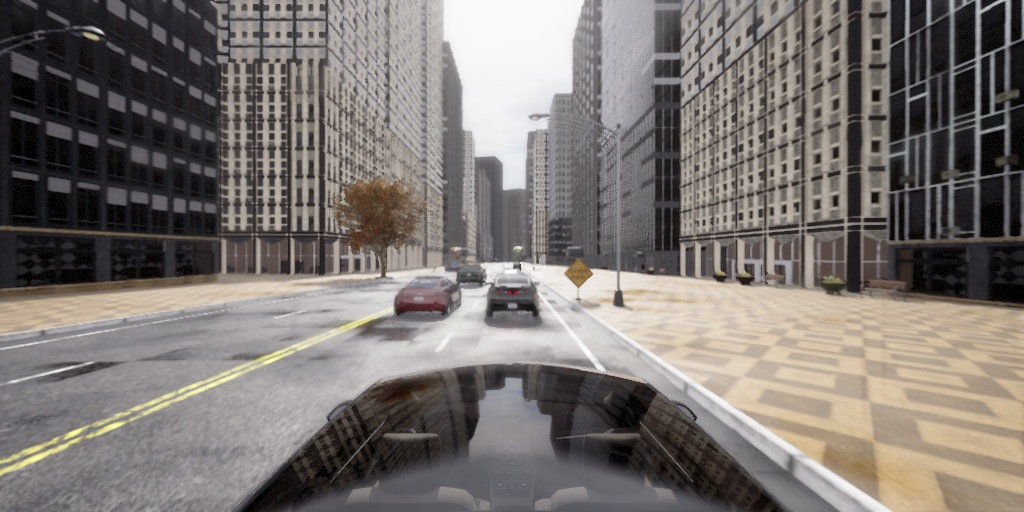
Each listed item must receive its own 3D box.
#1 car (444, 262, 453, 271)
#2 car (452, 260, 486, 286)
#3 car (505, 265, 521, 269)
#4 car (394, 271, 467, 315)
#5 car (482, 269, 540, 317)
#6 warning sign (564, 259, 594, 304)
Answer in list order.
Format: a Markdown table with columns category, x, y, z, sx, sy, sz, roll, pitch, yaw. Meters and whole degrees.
| category | x | y | z | sx | sy | sz | roll | pitch | yaw |
| --- | --- | --- | --- | --- | --- | --- | --- | --- | --- |
| car | -9.810 | 1.831 | 59.392 | 2.097 | 1.767 | 4.553 | 0 | -1 | 0 |
| car | -3.207 | 1.446 | 29.039 | 2.097 | 1.767 | 4.553 | 0 | -1 | 0 |
| car | 0.025 | 1.617 | 26.981 | 2.033 | 1.411 | 5.357 | 0 | -1 | 1 |
| car | -3.203 | 1.475 | 14.405 | 1.994 | 1.385 | 4.181 | 0 | -1 | 0 |
| car | 0.042 | 1.408 | 13.926 | 1.837 | 1.490 | 4.892 | 0 | -1 | 0 |
| warning sign | 2.848 | 1.038 | 15.432 | 1.300 | 1.860 | 1.060 | 0 | 0 | 0 |
